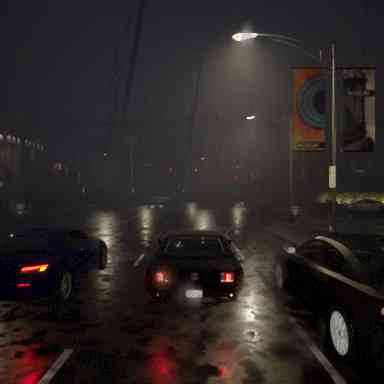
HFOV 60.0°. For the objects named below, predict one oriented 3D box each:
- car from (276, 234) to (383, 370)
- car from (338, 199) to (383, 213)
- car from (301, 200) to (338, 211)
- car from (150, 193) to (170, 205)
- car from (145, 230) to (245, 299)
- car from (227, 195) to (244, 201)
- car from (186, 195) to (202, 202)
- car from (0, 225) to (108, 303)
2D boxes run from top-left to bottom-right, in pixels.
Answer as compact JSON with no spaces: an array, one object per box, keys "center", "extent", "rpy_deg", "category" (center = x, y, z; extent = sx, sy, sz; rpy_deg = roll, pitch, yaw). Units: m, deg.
[{"center":[2.904,1.479,5.910],"extent":[2.097,1.535,5.008],"rpy_deg":[0,0,0],"category":"car"},{"center":[19.048,1.523,36.586],"extent":[4.674,1.442,1.812],"rpy_deg":[0,0,0],"category":"car"},{"center":[15.710,1.598,40.145],"extent":[4.718,1.301,1.895],"rpy_deg":[0,0,1],"category":"car"},{"center":[-5.674,1.217,60.539],"extent":[2.150,2.045,5.566],"rpy_deg":[0,0,15],"category":"car"},{"center":[0.069,1.600,8.375],"extent":[1.895,1.301,4.718],"rpy_deg":[0,0,1],"category":"car"},{"center":[11.482,1.533,86.069],"extent":[5.357,1.411,2.033],"rpy_deg":[0,0,-37],"category":"car"},{"center":[0.526,1.519,74.870],"extent":[1.812,1.442,4.674],"rpy_deg":[0,0,33],"category":"car"},{"center":[-3.434,1.525,8.052],"extent":[1.812,1.442,4.674],"rpy_deg":[0,0,0],"category":"car"}]
